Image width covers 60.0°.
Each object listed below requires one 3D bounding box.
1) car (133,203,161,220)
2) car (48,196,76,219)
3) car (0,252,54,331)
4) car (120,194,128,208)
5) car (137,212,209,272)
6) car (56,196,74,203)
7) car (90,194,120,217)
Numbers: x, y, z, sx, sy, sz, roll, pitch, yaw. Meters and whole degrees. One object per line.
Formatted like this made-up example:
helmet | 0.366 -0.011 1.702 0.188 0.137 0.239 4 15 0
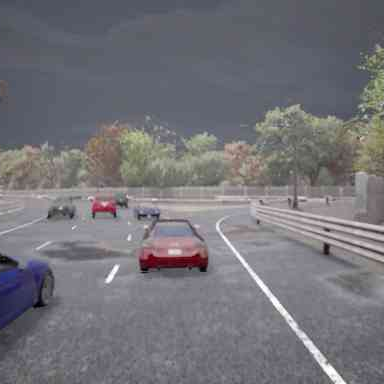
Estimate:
car | -3.925 1.604 28.244 1.895 1.301 4.718 0 0 -15
car | -11.599 1.385 29.865 2.097 1.767 4.553 0 0 -17
car | -3.666 1.538 4.944 1.812 1.442 4.674 0 0 -3
car | -10.546 1.243 46.876 2.150 2.045 5.566 0 0 -24
car | -0.661 1.562 10.853 1.994 1.385 4.181 0 0 -6
car | -28.474 1.582 74.435 1.837 1.490 4.892 0 0 -44
car | -8.408 1.241 31.597 2.150 2.045 5.566 0 0 -17
